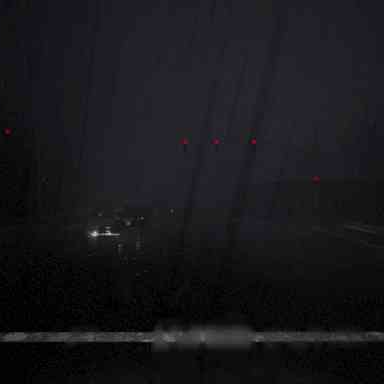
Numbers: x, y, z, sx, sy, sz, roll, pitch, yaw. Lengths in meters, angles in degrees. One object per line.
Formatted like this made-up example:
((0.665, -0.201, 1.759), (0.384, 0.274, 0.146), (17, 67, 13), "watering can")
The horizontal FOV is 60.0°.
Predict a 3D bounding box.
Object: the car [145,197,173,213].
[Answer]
((-3.606, 1.539, 36.603), (2.033, 1.411, 5.357), (0, 0, 0), "car")

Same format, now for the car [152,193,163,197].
((-7.012, 1.192, 68.658), (2.150, 2.045, 5.566), (0, 0, 0), "car")

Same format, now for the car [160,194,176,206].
((-3.601, 1.479, 54.149), (2.128, 1.511, 4.902), (0, 0, 0), "car")

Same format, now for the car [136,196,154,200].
((-7.108, 1.537, 47.141), (2.033, 1.411, 5.357), (0, 0, 0), "car")

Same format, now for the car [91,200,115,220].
((-7.105, 1.491, 28.298), (2.128, 1.511, 4.902), (0, 0, 0), "car")

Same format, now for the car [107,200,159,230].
((-3.605, 1.521, 21.272), (2.128, 1.511, 4.902), (0, 0, 0), "car")

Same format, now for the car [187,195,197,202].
((-0.012, 1.397, 73.795), (1.994, 1.385, 4.181), (0, 0, 0), "car")

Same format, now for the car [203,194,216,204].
((3.594, 1.533, 64.152), (2.033, 1.411, 5.357), (0, 0, 0), "car")

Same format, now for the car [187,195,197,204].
((-0.011, 1.491, 63.685), (1.837, 1.490, 4.892), (0, 0, 0), "car")

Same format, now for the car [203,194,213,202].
((3.490, 1.339, 74.375), (2.097, 1.767, 4.553), (0, 0, 0), "car")
